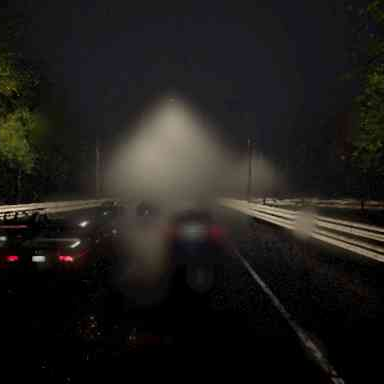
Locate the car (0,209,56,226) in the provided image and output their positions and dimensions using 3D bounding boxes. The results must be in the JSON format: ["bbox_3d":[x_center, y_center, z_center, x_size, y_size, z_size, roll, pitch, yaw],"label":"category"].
[{"bbox_3d":[-7.005,1.517,14.757,2.128,1.511,4.902,0,0,0],"label":"car"}]

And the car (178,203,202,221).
[{"bbox_3d":[-0.209,1.656,28.377,1.895,1.301,4.718,0,0,-1],"label":"car"}]

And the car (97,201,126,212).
[{"bbox_3d":[-7.242,1.567,30.140,1.837,1.490,4.892,0,0,-1],"label":"car"}]

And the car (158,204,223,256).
[{"bbox_3d":[0.003,1.375,13.310,2.097,1.767,4.553,0,0,0],"label":"car"}]

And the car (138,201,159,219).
[{"bbox_3d":[-3.743,1.566,30.210,1.837,1.490,4.892,0,0,-1],"label":"car"}]

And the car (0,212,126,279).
[{"bbox_3d":[-3.480,1.564,10.056,2.033,1.411,5.357,0,0,0],"label":"car"}]
